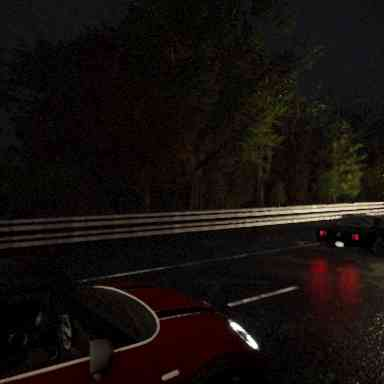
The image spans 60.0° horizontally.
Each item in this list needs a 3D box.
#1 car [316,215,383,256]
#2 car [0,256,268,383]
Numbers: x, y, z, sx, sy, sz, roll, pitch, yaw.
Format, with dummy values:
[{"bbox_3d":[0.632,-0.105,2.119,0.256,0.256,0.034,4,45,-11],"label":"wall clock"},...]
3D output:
[{"bbox_3d":[6.985,1.532,12.927,4.718,1.301,1.895,0,0,-35],"label":"car"},{"bbox_3d":[-1.497,1.350,2.669,4.553,1.767,2.097,0,0,-35],"label":"car"}]
